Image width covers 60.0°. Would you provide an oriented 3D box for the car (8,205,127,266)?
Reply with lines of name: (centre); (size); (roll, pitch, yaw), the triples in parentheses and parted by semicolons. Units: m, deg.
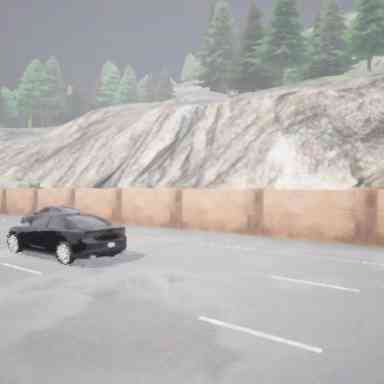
car: (-4.442, 1.429, 11.516); (5.008, 1.535, 1.882); (0, 0, 36)
